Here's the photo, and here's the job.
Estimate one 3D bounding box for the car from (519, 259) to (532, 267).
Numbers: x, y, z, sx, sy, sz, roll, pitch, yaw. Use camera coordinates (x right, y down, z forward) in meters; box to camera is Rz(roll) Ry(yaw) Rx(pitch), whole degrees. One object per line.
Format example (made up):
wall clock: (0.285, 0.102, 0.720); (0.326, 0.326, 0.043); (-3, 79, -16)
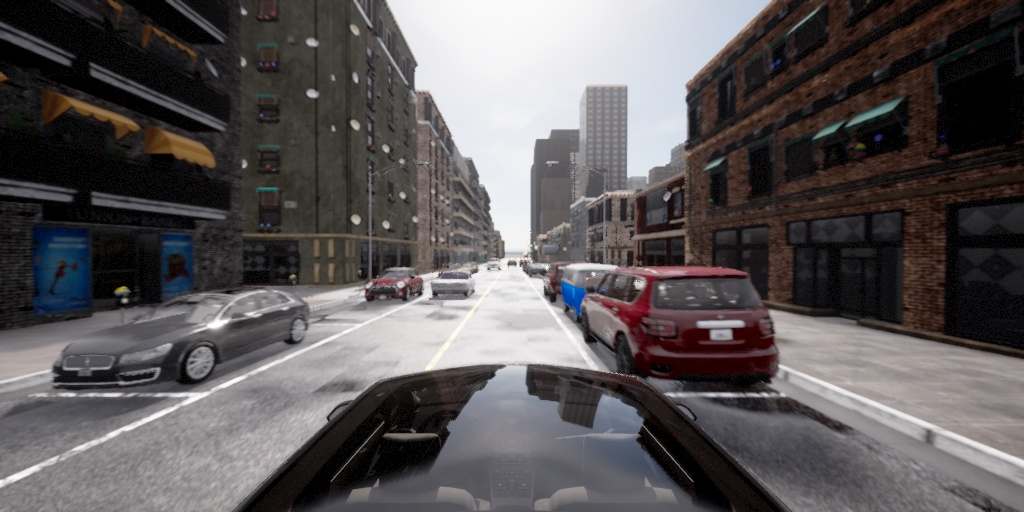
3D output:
car: (2.667, 1.454, 55.631); (2.192, 1.841, 5.009); (0, 0, 0)

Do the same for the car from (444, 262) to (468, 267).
car: (-5.685, 1.425, 34.000); (1.967, 1.591, 4.097); (0, 0, 0)

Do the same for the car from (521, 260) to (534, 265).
car: (2.666, 1.666, 50.052); (1.948, 1.339, 4.313); (0, 0, 0)

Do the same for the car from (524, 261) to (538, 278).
car: (2.697, 1.581, 38.900); (2.007, 1.370, 4.403); (0, 0, 0)

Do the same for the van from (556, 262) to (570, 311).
van: (2.691, 1.169, 12.363); (1.690, 1.789, 3.998); (0, 0, 0)

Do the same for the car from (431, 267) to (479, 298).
car: (-3.097, 1.483, 19.747); (1.895, 1.301, 4.718); (0, 0, 0)

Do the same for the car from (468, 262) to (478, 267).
car: (-5.683, 1.586, 44.254); (1.751, 1.417, 4.829); (0, 0, 0)

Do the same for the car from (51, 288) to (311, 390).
car: (-5.691, 1.339, 6.965); (2.007, 1.370, 4.403); (0, 0, 0)

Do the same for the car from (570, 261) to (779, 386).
car: (2.690, 1.103, 6.956); (2.192, 1.841, 5.009); (0, 0, 0)

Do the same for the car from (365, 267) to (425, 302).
car: (-5.689, 1.308, 17.779); (1.967, 1.591, 4.097); (0, 0, 0)

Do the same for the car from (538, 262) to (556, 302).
car: (2.692, 1.183, 17.770); (2.192, 1.841, 5.009); (0, 0, 0)

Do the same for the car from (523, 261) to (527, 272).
car: (2.665, 1.627, 44.472); (1.948, 1.339, 4.313); (0, 0, 0)

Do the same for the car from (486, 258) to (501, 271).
car: (-3.027, 1.394, 60.038); (2.150, 2.045, 5.566); (0, 0, 1)
